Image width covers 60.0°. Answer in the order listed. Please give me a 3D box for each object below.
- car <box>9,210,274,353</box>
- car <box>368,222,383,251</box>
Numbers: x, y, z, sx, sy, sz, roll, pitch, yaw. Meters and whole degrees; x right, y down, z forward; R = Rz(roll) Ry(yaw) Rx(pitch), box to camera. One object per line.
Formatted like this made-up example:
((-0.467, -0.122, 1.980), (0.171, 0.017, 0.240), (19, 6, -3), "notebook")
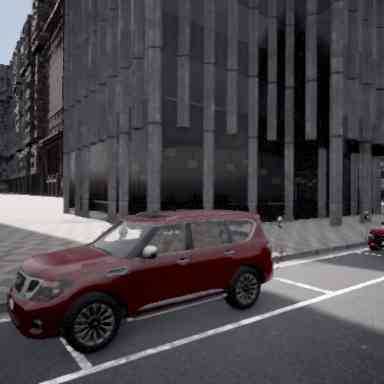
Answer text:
((-0.586, 1.316, 6.333), (5.009, 1.841, 2.192), (0, 1, -35), "car")
((8.573, 1.547, 12.864), (4.507, 1.381, 1.887), (0, 1, -35), "car")
